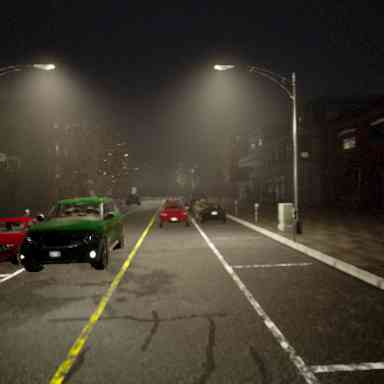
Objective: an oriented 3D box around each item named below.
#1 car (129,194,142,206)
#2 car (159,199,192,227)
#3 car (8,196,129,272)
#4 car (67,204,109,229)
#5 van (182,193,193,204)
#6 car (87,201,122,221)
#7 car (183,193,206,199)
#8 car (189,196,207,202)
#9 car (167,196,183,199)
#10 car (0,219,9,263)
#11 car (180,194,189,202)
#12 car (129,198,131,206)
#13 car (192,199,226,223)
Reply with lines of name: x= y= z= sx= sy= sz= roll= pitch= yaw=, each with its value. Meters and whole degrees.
car: x=-8.836 y=1.214 z=50.711 sx=2.192 sy=1.841 sz=5.009 roll=-2 pitch=0 yaw=-4
car: x=-1.194 y=1.423 z=21.959 sx=1.812 sy=1.442 sz=4.674 roll=-1 pitch=0 yaw=-3
car: x=-3.711 y=1.237 z=11.342 sx=2.150 sy=2.045 sz=5.566 roll=-1 pitch=0 yaw=-4
car: x=-7.053 y=1.604 z=23.028 sx=1.802 sy=1.307 sz=4.206 roll=-2 pitch=0 yaw=-4
van: x=-0.830 y=1.025 z=56.785 sx=1.690 sy=1.788 sz=3.998 roll=-2 pitch=0 yaw=-4
car: x=-7.409 y=1.548 z=28.564 sx=2.008 sy=1.369 sz=4.403 roll=-2 pitch=0 yaw=-4
car: x=0.590 y=1.098 z=34.638 sx=2.192 sy=1.841 sz=5.009 roll=-2 pitch=0 yaw=-4
car: x=0.942 y=1.332 z=29.271 sx=1.752 sy=1.417 sz=4.829 roll=-2 pitch=0 yaw=-4
car: x=-2.478 y=1.409 z=42.087 sx=1.895 sy=1.301 sz=4.718 roll=-1 pitch=0 yaw=-4
car: x=-6.344 y=1.616 z=11.954 sx=1.887 sy=1.381 sz=4.507 roll=-2 pitch=0 yaw=-4
car: x=-1.544 y=1.159 z=68.030 sx=1.752 sy=1.417 sz=4.829 roll=-2 pitch=0 yaw=-4
car: x=-7.763 y=1.555 z=34.102 sx=1.802 sy=1.307 sz=4.206 roll=-2 pitch=0 yaw=-4
car: x=1.308 y=1.398 z=23.565 sx=1.947 sy=1.339 sz=4.313 roll=-2 pitch=0 yaw=-4
